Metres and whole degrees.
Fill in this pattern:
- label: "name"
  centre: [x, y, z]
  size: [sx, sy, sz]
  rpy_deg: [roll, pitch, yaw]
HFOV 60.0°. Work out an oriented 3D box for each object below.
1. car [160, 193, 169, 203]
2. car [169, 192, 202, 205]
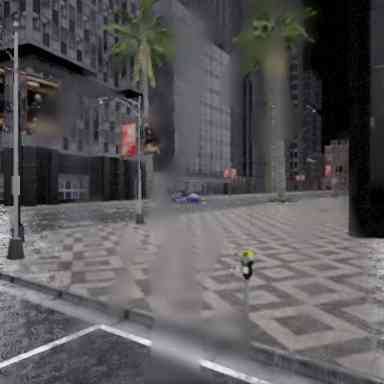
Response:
- label: "car"
  centre: [-2.551, 0.814, 46.409]
  size: [2.128, 1.511, 4.902]
  rpy_deg: [0, 1, 35]
- label: "car"
  centre: [-0.501, 0.871, 43.670]
  size: [1.812, 1.442, 4.674]
  rpy_deg: [0, 1, 35]
